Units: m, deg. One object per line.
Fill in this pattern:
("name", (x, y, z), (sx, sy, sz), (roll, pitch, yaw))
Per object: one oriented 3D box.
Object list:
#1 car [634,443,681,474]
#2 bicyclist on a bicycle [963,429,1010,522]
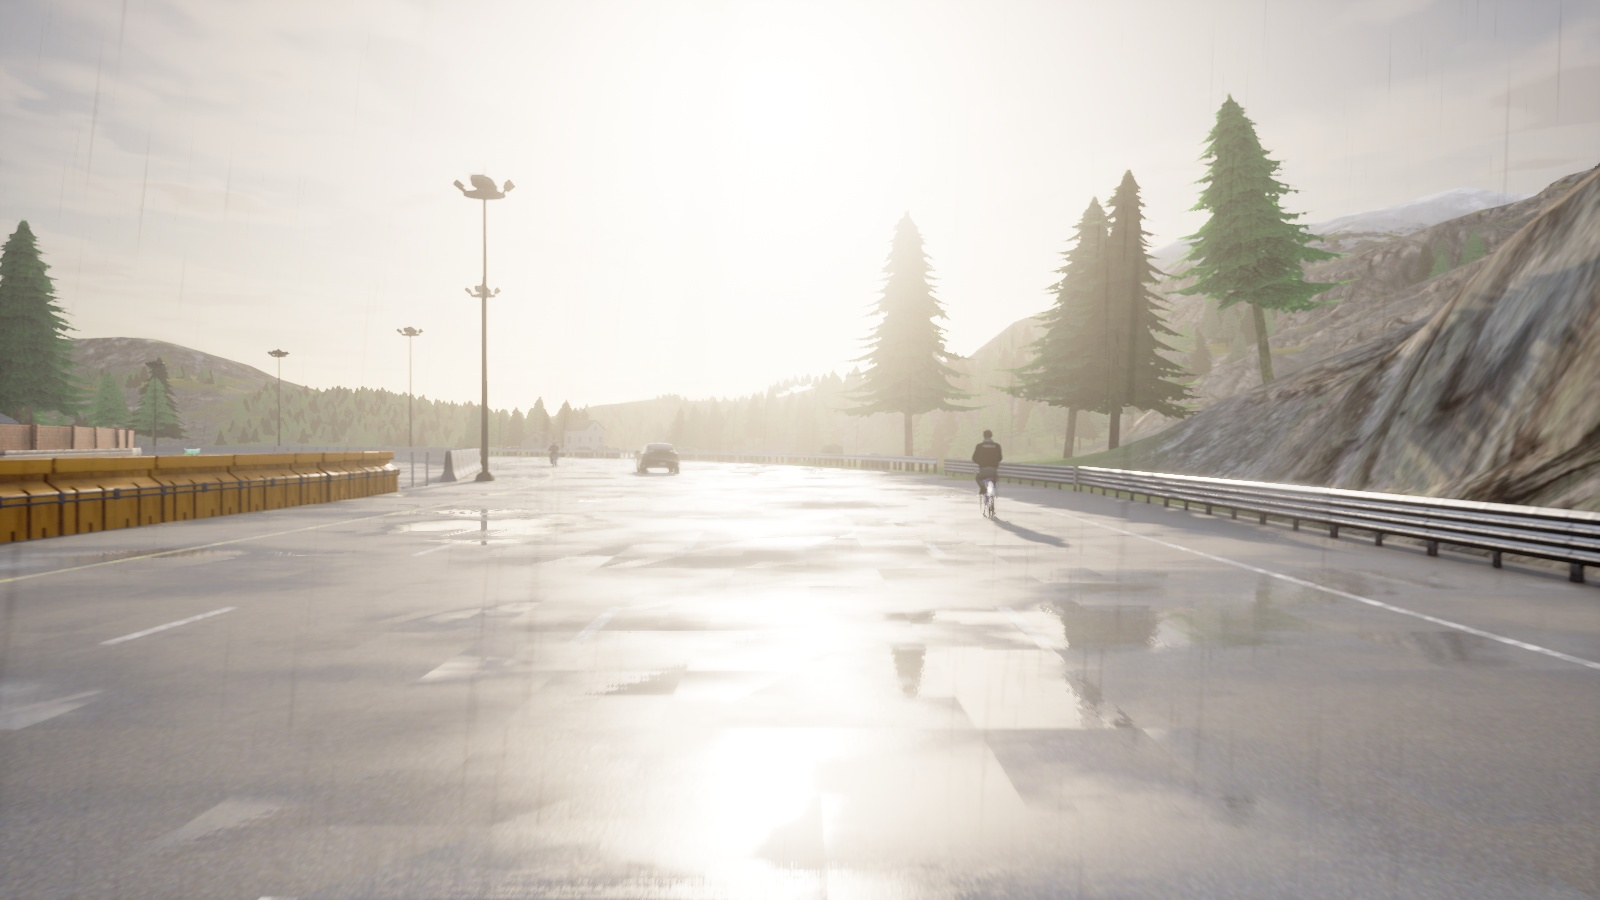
("car", (-7.213, 0.389, 63.213), (1.837, 1.490, 4.892), (0, 0, -12))
("bicyclist on a bicycle", (3.682, 0.479, 24.925), (0.659, 1.776, 1.843), (0, 0, 0))
